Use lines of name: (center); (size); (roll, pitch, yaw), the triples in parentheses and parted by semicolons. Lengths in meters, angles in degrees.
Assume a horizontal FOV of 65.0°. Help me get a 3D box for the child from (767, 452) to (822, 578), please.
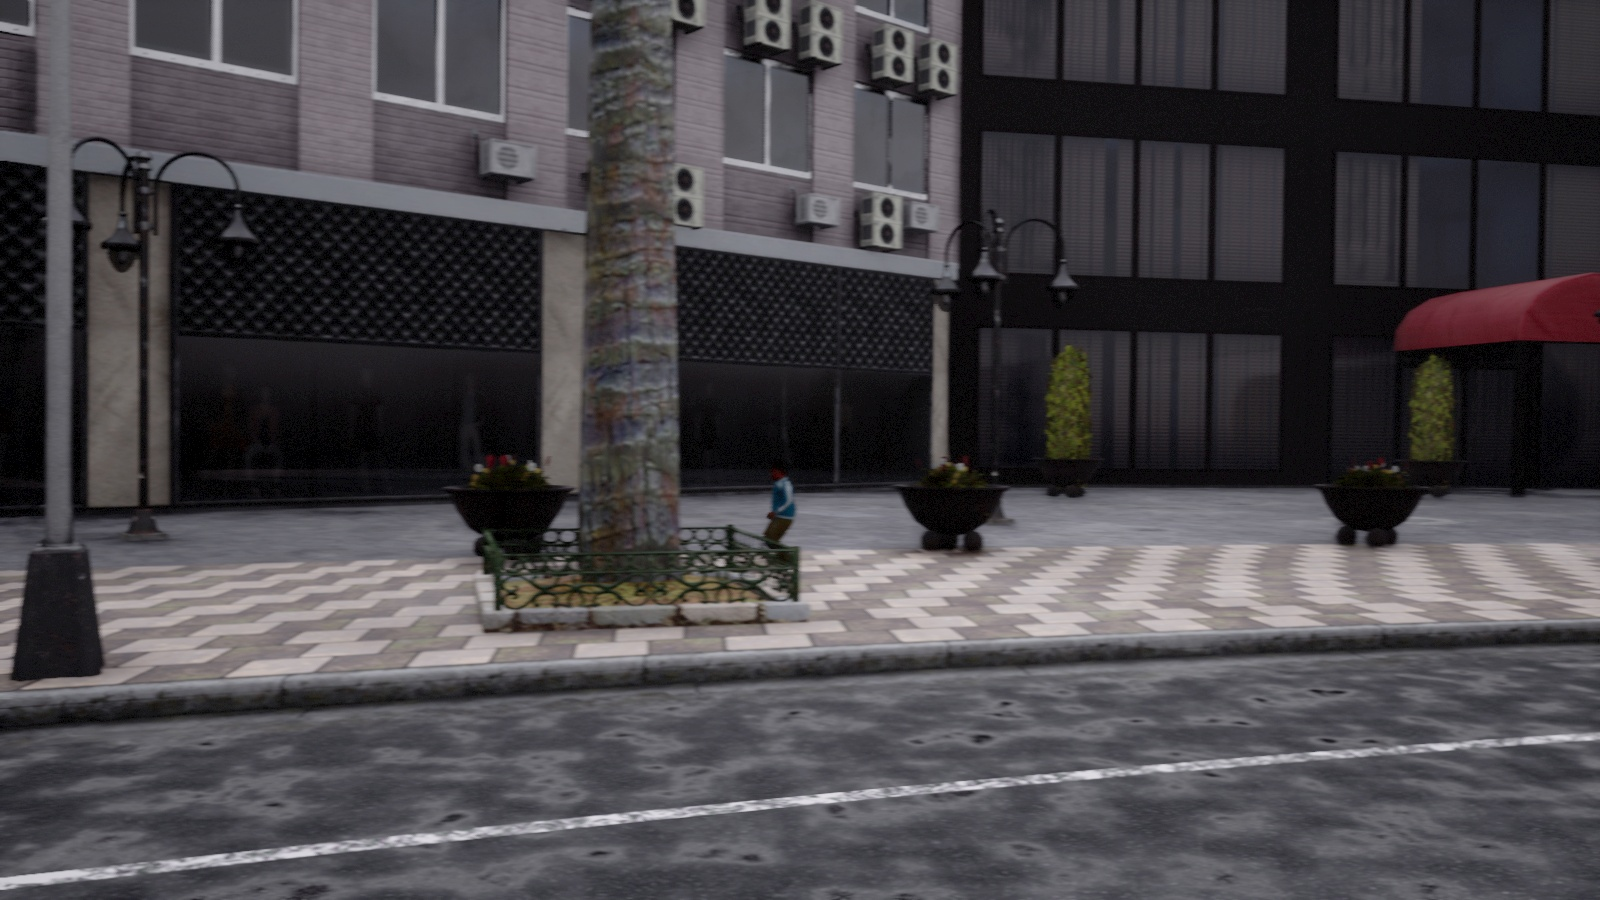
child: (-0.056, 0.624, 12.251); (0.448, 1.192, 0.343); (-1, 1, -16)
